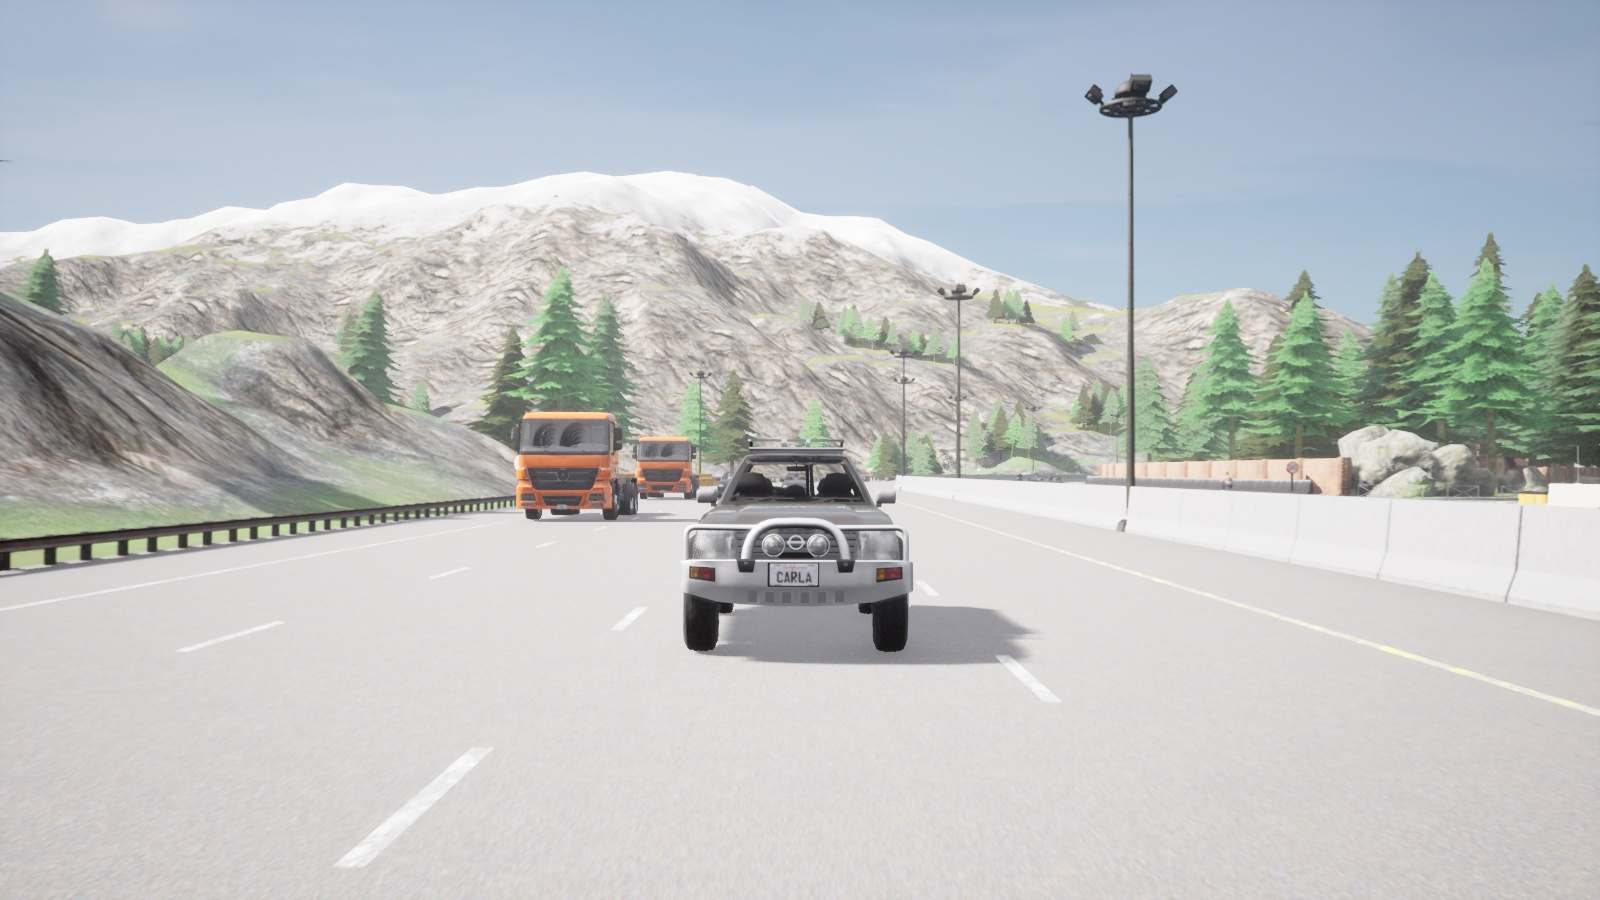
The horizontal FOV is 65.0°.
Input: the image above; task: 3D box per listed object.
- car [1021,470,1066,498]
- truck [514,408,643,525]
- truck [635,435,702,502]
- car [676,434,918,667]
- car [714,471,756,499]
[{"bbox_3d":[13.827,1.934,71.469,1.789,1.549,3.705,0,-1,0],"label":"car"},{"bbox_3d":[-7.105,0.556,41.485,2.891,3.462,7.936,0,-1,0],"label":"truck"},{"bbox_3d":[-7.172,1.025,69.512,2.891,3.462,7.936,0,-1,0],"label":"truck"},{"bbox_3d":[-0.031,0.838,12.331,1.932,1.855,4.605,0,-1,0],"label":"car"},{"bbox_3d":[-3.674,1.987,71.749,2.128,1.511,4.902,0,-1,0],"label":"car"}]
